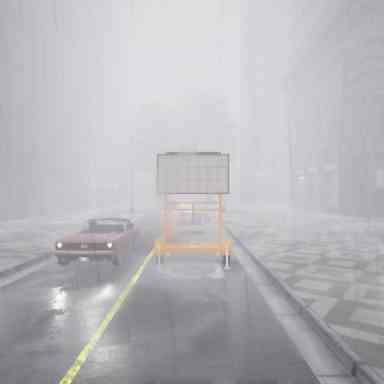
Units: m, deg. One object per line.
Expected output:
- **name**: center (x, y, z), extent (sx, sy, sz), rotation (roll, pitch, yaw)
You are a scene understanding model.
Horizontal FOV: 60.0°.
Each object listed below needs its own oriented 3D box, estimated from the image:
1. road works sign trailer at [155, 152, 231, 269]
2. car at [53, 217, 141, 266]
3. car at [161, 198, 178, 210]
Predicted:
- **road works sign trailer**: center (0.035, 0.466, 11.139), extent (2.380, 3.560, 2.880), rotation (0, 0, 0)
- **car**: center (-3.067, 1.603, 11.670), extent (1.895, 1.301, 4.718), rotation (0, 0, 0)
- **car**: center (-2.870, 1.537, 43.344), extent (1.837, 1.490, 4.892), rotation (0, 0, 0)
